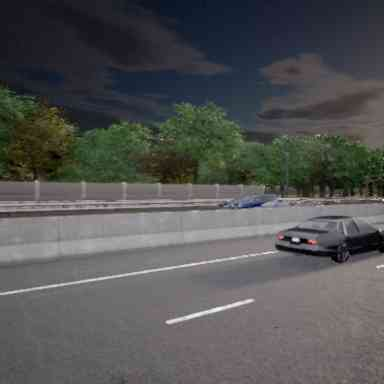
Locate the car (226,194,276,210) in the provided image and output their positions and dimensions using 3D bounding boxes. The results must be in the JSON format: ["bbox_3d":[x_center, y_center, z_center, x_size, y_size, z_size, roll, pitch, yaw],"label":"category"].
[{"bbox_3d":[6.585,1.251,34.477,5.566,2.045,2.150,0,0,-35],"label":"car"}]

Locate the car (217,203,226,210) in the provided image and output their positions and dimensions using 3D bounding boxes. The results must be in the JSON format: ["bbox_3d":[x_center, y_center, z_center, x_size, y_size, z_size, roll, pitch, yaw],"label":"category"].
[{"bbox_3d":[4.793,1.594,37.490,4.181,1.385,1.994,0,0,-35],"label":"car"}]

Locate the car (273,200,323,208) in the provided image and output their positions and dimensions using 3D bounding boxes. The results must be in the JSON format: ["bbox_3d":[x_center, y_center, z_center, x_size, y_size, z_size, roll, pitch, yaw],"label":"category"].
[{"bbox_3d":[9.636,1.575,28.060,5.357,1.411,2.033,0,0,-35],"label":"car"}]

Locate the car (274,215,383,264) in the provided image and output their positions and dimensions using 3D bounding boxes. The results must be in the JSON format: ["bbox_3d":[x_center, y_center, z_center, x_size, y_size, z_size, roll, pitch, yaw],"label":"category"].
[{"bbox_3d":[5.316,1.559,11.966,5.357,1.411,2.033,0,0,-36],"label":"car"}]

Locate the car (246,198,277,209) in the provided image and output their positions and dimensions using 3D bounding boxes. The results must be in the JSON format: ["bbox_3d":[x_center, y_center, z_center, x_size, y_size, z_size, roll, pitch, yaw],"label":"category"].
[{"bbox_3d":[7.604,1.553,30.904,4.674,1.442,1.812,0,0,-35],"label":"car"}]
